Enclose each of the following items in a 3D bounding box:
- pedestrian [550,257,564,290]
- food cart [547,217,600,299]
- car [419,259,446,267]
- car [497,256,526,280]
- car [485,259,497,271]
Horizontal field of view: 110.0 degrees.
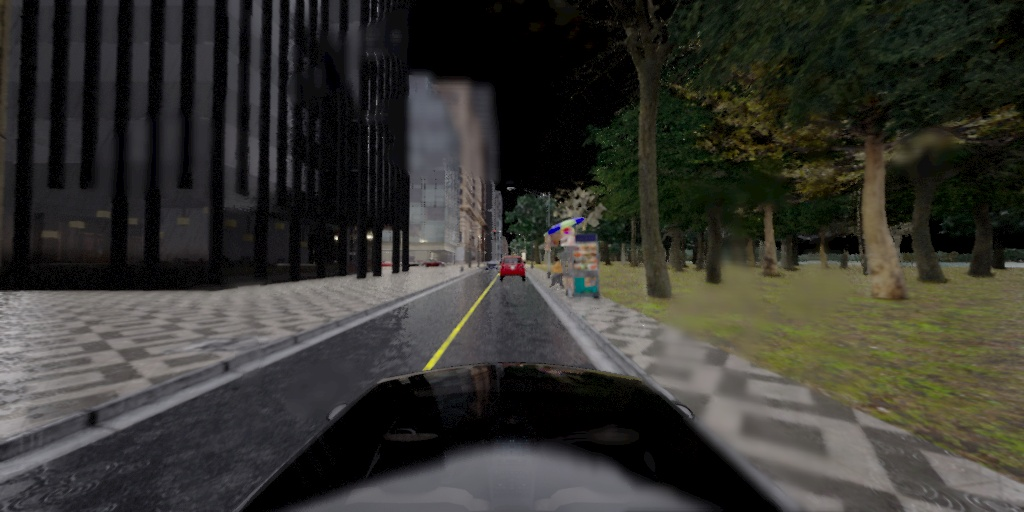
[{"bbox_3d":[2.482,0.920,19.879,0.375,1.860,0.375,2,-2,-10],"label":"pedestrian"},{"bbox_3d":[3.143,0.237,16.997,2.280,3.560,4.660,0,0,0],"label":"food cart"},{"bbox_3d":[-13.515,1.276,62.385,4.097,1.591,1.967,0,0,-1],"label":"car"},{"bbox_3d":[0.071,1.036,31.667,2.150,2.045,5.566,0,0,1],"label":"car"},{"bbox_3d":[-2.974,1.443,54.246,2.033,1.411,5.357,0,0,0],"label":"car"}]
